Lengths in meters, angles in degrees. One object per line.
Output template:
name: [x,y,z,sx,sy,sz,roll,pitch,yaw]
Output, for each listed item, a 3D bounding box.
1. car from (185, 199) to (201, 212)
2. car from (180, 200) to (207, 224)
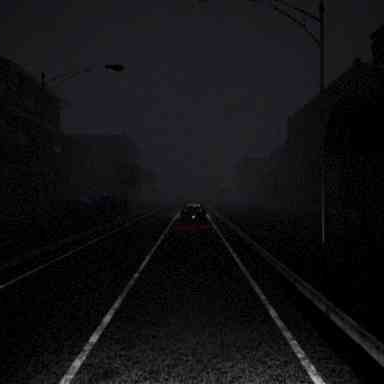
car: [0.107,1.653,41.842,1.895,1.301,4.718,0,1,0]
car: [0.104,1.516,25.308,2.128,1.511,4.902,0,0,0]
